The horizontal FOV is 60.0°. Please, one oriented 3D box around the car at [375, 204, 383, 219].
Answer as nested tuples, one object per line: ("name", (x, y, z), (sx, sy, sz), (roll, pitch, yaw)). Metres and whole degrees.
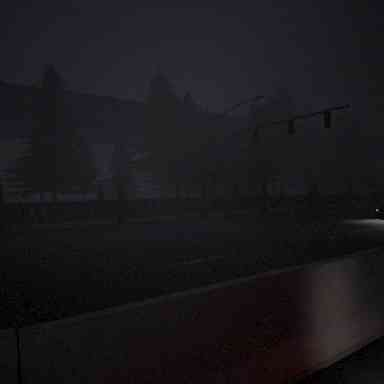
("car", (14.892, 1.093, 23.207), (5.357, 1.411, 2.033), (-1, 1, -35))
